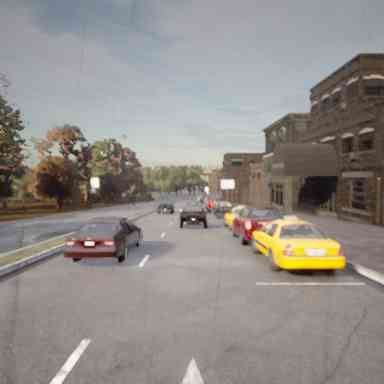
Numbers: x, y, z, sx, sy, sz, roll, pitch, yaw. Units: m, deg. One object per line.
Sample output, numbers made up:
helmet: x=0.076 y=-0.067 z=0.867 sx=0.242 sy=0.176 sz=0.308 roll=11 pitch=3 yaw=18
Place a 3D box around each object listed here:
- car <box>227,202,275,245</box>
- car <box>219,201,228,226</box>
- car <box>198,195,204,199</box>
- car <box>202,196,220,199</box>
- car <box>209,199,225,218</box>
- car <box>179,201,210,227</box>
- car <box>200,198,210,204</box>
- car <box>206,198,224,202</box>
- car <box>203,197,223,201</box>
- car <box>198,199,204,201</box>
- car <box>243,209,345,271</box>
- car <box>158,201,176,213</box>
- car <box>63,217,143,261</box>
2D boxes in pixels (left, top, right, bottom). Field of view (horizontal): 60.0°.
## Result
car: x=3.224 y=1.495 z=16.528 sx=2.185 sy=1.767 sz=4.553 roll=0 pitch=0 yaw=0
car: x=3.221 y=1.665 z=22.270 sx=1.946 sy=1.575 sz=5.366 roll=0 pitch=0 yaw=0
car: x=3.162 y=1.882 z=77.363 sx=2.435 sy=2.045 sz=5.566 roll=0 pitch=0 yaw=0
car: x=3.185 y=1.822 z=55.328 sx=2.185 sy=1.767 sz=4.553 roll=0 pitch=0 yaw=0
car: x=3.208 y=1.761 z=33.127 sx=2.231 sy=1.521 sz=4.892 roll=0 pitch=0 yaw=0
car: x=0.090 y=1.686 z=24.537 sx=1.882 sy=1.535 sz=5.008 roll=0 pitch=-1 yaw=0
car: x=3.156 y=2.181 z=82.851 sx=2.231 sy=1.521 sz=4.892 roll=0 pitch=0 yaw=0
car: x=3.204 y=1.808 z=38.653 sx=2.231 sy=1.521 sz=4.892 roll=0 pitch=0 yaw=0
car: x=3.191 y=1.900 z=50.019 sx=1.946 sy=1.575 sz=5.366 roll=0 pitch=0 yaw=0
car: x=0.074 y=1.900 z=41.688 sx=2.033 sy=1.411 sz=5.357 roll=0 pitch=-1 yaw=0
car: x=3.222 y=1.572 z=11.217 sx=1.946 sy=1.575 sz=5.366 roll=0 pitch=0 yaw=0
car: x=-3.175 y=1.855 z=41.540 sx=1.837 sy=1.490 sz=4.892 roll=0 pitch=-1 yaw=0
car: x=-3.152 y=1.656 z=12.734 sx=2.033 sy=1.411 sz=5.357 roll=0 pitch=0 yaw=0
